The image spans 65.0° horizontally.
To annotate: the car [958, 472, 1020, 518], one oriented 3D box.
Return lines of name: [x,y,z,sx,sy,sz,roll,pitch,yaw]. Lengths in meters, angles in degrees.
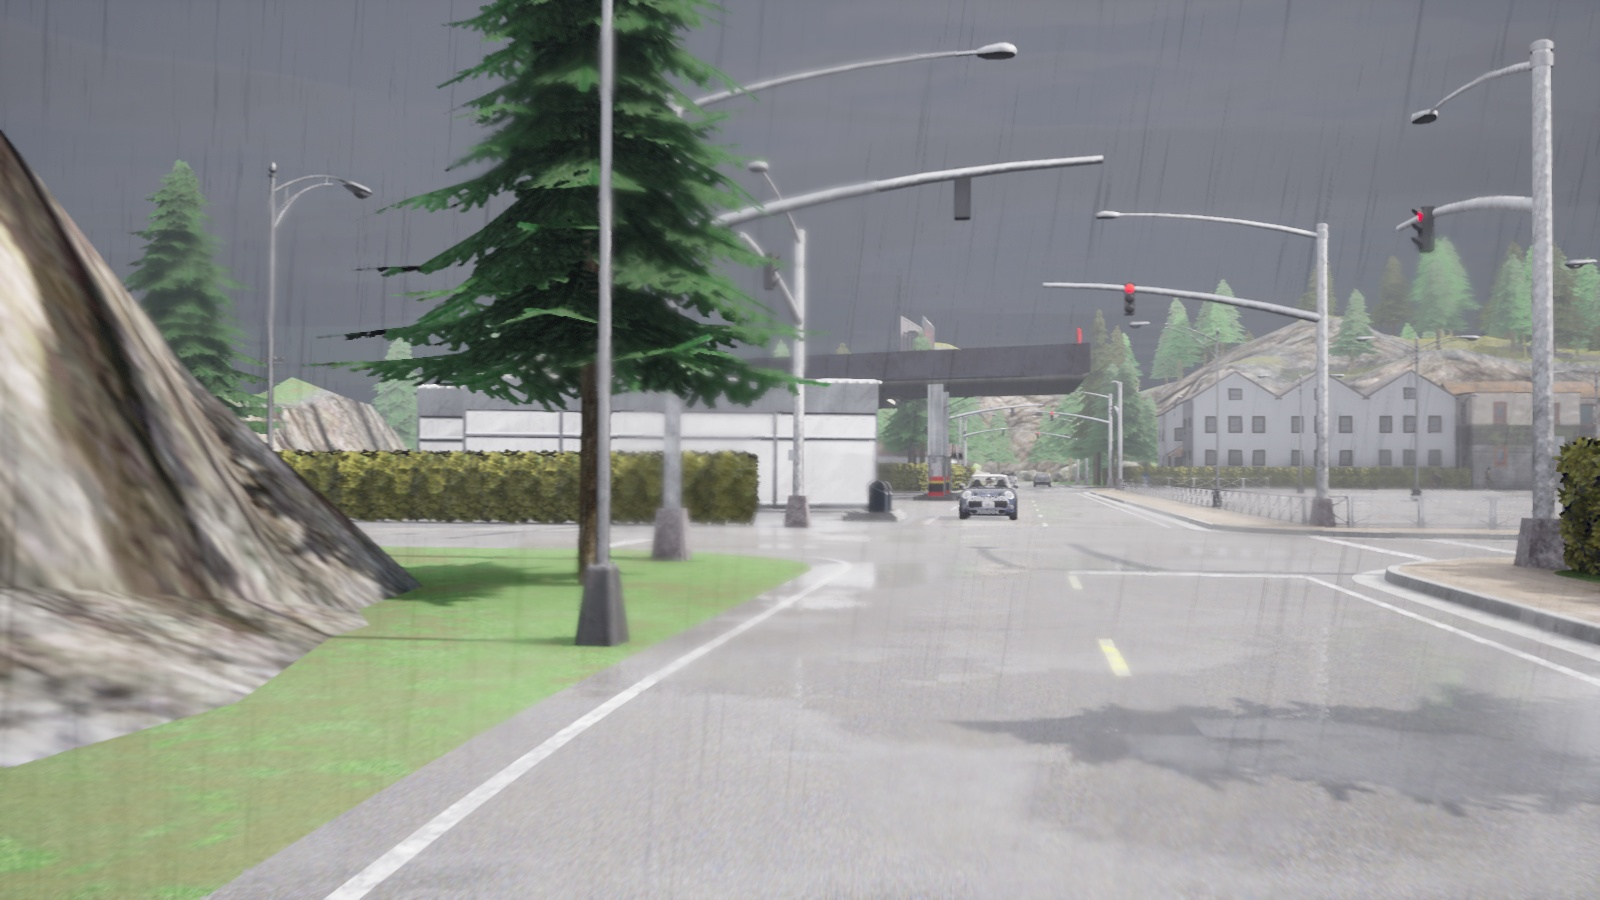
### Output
car: [6.348,1.463,41.910,1.970,1.475,3.806,0,-1,10]
